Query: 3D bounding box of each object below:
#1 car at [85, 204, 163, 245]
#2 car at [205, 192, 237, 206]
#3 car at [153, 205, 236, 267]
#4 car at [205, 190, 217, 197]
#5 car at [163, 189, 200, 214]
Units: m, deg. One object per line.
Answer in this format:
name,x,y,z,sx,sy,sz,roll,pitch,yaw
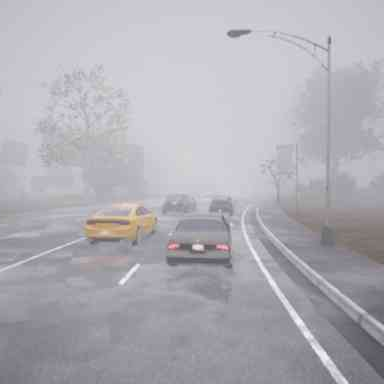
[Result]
car,-2.795,1.232,14.198,1.882,1.535,5.008,0,1,6
car,2.544,1.043,27.182,1.837,1.490,4.892,0,1,11
car,0.361,1.364,10.703,2.033,1.411,5.357,0,1,5
car,3.727,0.452,60.046,1.812,1.442,4.674,0,1,18
car,-0.934,0.877,27.607,2.097,1.767,4.553,0,1,11
